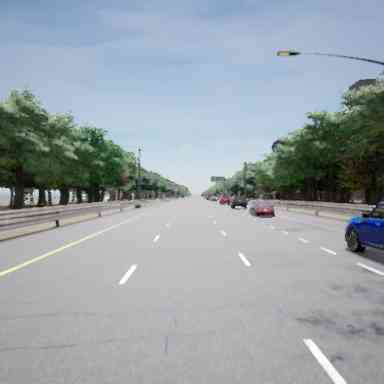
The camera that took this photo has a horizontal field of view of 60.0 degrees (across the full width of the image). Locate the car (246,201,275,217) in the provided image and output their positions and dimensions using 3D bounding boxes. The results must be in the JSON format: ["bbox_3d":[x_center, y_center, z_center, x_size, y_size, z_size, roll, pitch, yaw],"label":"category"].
[{"bbox_3d":[7.067,1.725,33.913,1.994,1.385,4.181,0,-1,0],"label":"car"}]

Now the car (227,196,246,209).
[{"bbox_3d":[7.151,1.579,51.669,2.150,2.045,5.566,0,-1,0],"label":"car"}]

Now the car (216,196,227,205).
[{"bbox_3d":[7.318,1.875,75.234,2.150,2.045,5.566,0,-1,1],"label":"car"}]

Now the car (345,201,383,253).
[{"bbox_3d":[7.007,1.238,10.565,2.150,2.045,5.566,0,0,0],"label":"car"}]
